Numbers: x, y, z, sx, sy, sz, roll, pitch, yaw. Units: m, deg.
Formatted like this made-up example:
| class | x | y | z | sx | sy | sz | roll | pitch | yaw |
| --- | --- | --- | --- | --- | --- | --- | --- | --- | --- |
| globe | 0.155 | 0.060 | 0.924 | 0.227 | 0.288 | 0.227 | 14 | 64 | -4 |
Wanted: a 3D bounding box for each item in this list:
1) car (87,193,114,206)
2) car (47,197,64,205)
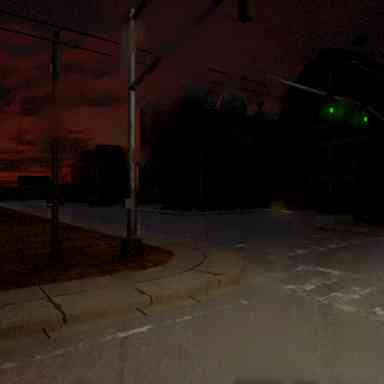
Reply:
| class | x | y | z | sx | sy | sz | roll | pitch | yaw |
| --- | --- | --- | --- | --- | --- | --- | --- | --- | --- |
| car | -13.807 | 1.118 | 50.592 | 3.866 | 1.878 | 1.905 | -2 | 5 | 11 |
| car | -23.339 | 1.537 | 56.662 | 1.994 | 1.385 | 4.181 | 0 | 0 | -36 |
